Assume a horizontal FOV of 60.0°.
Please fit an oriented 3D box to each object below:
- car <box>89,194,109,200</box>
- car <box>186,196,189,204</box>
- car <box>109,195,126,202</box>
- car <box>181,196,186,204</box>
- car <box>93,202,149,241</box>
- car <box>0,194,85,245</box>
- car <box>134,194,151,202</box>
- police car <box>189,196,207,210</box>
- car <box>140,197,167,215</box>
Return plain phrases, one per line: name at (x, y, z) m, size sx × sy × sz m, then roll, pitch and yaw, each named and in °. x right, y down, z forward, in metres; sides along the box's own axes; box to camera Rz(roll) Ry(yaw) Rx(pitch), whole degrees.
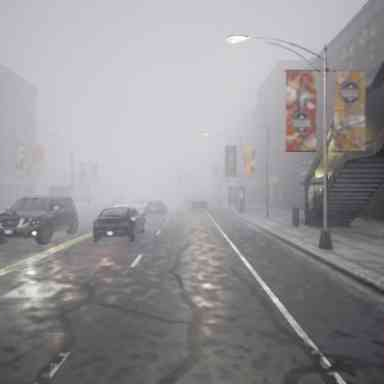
car at (-22.955, 1.201, 85.140) m, size 5.357 × 1.411 × 2.033 m, roll 0°, pitch 0°, yaw 27°
car at (0.636, 1.355, 51.775) m, size 1.801 × 1.575 × 5.366 m, roll 0°, pitch 0°, yaw -5°
car at (-12.745, 1.385, 58.146) m, size 2.128 × 1.511 × 4.902 m, roll 0°, pitch 0°, yaw -19°
car at (-0.566, 1.413, 58.514) m, size 1.812 × 1.442 × 4.674 m, roll 0°, pitch 0°, yaw -15°
car at (-3.473, 1.475, 16.450) m, size 1.837 × 1.490 × 4.892 m, roll 0°, pitch 0°, yaw 0°
car at (-7.169, 1.194, 15.734) m, size 2.150 × 2.045 × 5.566 m, roll 0°, pitch 0°, yaw 0°
car at (-8.928, 1.456, 57.771) m, size 1.994 × 1.385 × 4.181 m, roll 0°, pitch 0°, yaw -15°
police car at (0.862, 1.345, 41.155) m, size 1.930 × 1.638 × 5.238 m, roll 0°, pitch 0°, yaw 0°
car at (-3.549, 1.502, 32.763) m, size 1.994 × 1.385 × 4.181 m, roll 0°, pitch 0°, yaw 0°
